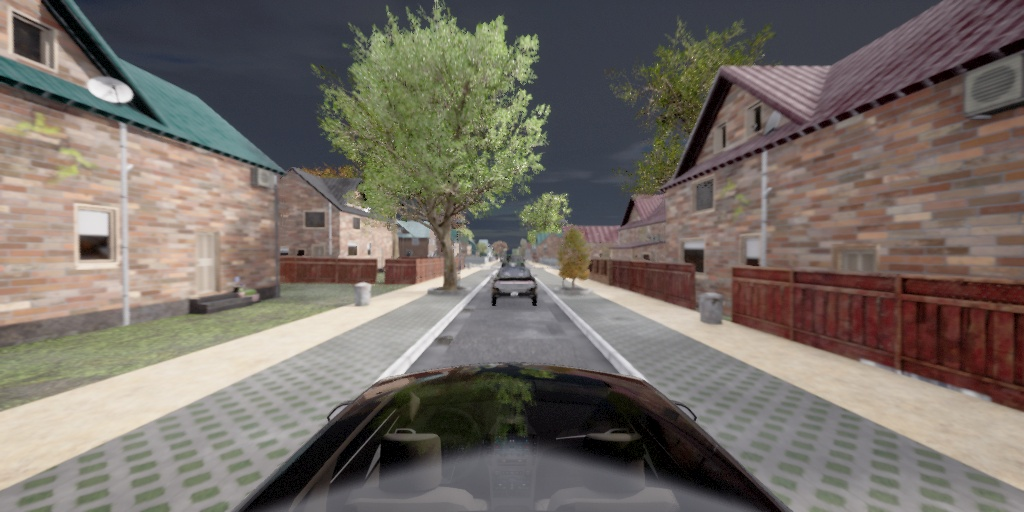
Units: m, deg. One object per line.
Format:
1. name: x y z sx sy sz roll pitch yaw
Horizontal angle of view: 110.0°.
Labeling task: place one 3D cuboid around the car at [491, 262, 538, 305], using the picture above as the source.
1. car: 0.096 1.196 15.645 2.128 1.511 4.902 0 0 0

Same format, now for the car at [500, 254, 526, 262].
1. car: 0.092 0.879 33.535 2.150 2.045 5.566 0 0 0
